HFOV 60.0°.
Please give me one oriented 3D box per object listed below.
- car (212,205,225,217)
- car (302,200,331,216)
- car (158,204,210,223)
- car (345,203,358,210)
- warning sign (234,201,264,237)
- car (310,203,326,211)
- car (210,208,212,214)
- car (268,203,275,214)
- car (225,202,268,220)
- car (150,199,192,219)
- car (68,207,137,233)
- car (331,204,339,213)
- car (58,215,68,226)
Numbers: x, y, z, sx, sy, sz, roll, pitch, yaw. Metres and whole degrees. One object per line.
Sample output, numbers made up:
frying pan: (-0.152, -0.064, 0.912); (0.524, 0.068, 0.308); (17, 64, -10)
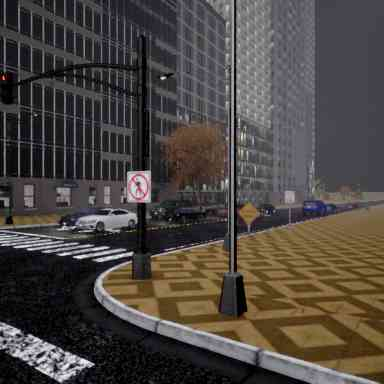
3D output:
car: (4.682, 1.992, 38.291); (2.097, 1.767, 4.553); (0, -1, 33)
car: (16.225, 2.065, 43.951); (2.150, 2.045, 5.566); (0, -1, 35)
car: (-0.634, 2.065, 30.075); (1.895, 1.301, 4.718); (0, -1, 33)
car: (31.569, 2.837, 65.674); (1.812, 1.442, 4.674); (0, -1, 33)
warning sign: (3.177, 1.454, 18.525); (1.300, 1.860, 1.060); (1, 1, 33)
car: (22.795, 2.666, 59.990); (1.812, 1.442, 4.674); (0, -1, 33)
car: (3.515, 2.288, 42.470); (1.895, 1.301, 4.718); (0, -1, 33)
car: (10.187, 2.325, 46.757); (1.837, 1.490, 4.892); (0, -1, 33)
car: (5.588, 1.929, 33.346); (2.097, 1.767, 4.553); (0, -1, 33)
car: (-1.935, 1.729, 34.046); (2.150, 2.045, 5.566); (0, -1, 33)
car: (-5.588, 1.827, 22.437); (1.812, 1.442, 4.674); (0, -1, 33)
car: (21.979, 2.558, 52.921); (1.812, 1.442, 4.674); (0, -1, 33)
car: (-7.464, 1.873, 25.489); (2.033, 1.411, 5.357); (0, -1, 33)
